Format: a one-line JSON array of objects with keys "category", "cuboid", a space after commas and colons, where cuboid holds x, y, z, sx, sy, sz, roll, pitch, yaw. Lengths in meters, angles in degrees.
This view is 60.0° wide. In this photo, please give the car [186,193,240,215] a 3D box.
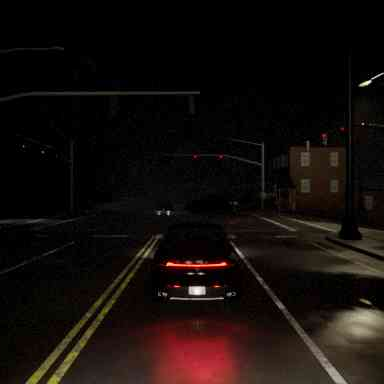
[{"category": "car", "cuboid": [1.967, 1.147, 31.845, 5.566, 2.045, 2.150, 0, 2, 41]}]

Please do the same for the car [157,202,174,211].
[{"category": "car", "cuboid": [-3.668, 2.056, 45.633, 2.033, 1.411, 5.357, 0, -4, 0]}]

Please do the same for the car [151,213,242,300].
[{"category": "car", "cuboid": [0.087, 1.505, 8.336, 1.837, 1.490, 4.892, 0, 0, 0]}]

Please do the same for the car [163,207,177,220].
[{"category": "car", "cuboid": [-3.681, 3.615, 55.736, 2.033, 1.411, 5.357, 0, -12, 0]}]
